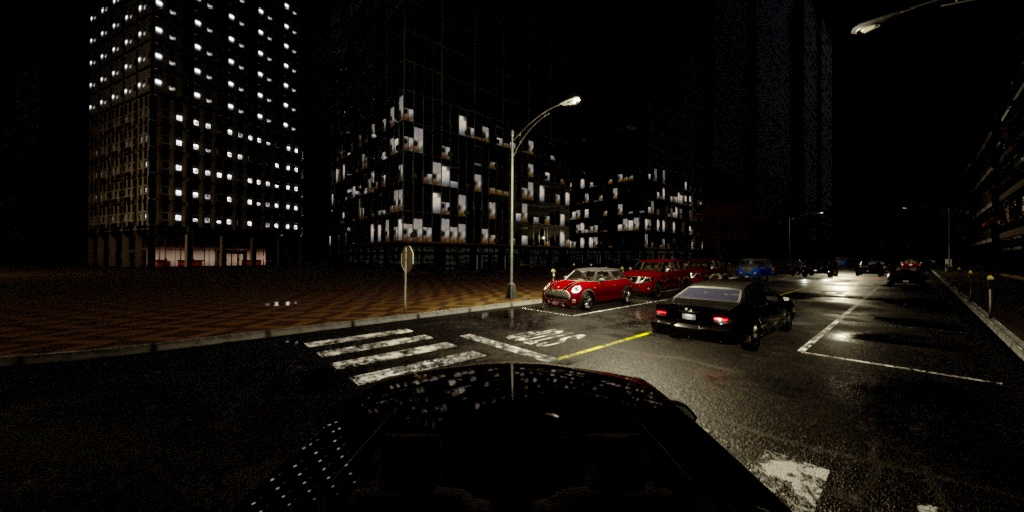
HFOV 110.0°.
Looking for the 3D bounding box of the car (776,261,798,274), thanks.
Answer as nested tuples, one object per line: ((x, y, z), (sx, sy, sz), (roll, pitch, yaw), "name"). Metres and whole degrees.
((28.407, 1.328, 36.978), (4.207, 1.307, 1.802), (0, 0, -42), "car")

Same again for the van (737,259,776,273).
((19.962, 1.094, 29.480), (3.998, 1.789, 1.690), (0, 0, -42), "van")

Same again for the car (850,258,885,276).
((35.547, 1.230, 35.589), (4.902, 1.511, 2.128), (0, 0, -42), "car")

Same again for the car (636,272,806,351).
((5.517, 1.299, 9.047), (5.357, 1.411, 2.033), (0, 0, -42), "car")

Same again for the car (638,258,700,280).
((7.294, 1.070, 18.233), (5.009, 1.841, 2.192), (0, 0, -42), "car")

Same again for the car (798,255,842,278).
((29.825, 0.966, 34.642), (5.566, 2.045, 2.150), (0, 0, -42), "car")

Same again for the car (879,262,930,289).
((25.540, 1.298, 23.226), (4.403, 1.370, 2.007), (0, 0, -42), "car")

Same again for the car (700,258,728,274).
((11.517, 1.070, 21.982), (5.009, 1.841, 2.192), (0, 0, -42), "car")

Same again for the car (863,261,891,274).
((43.208, 1.275, 42.410), (5.357, 1.411, 2.033), (0, 0, -41), "car")

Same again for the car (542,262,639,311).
((3.072, 1.195, 14.484), (4.097, 1.591, 1.967), (0, 0, -42), "car")
